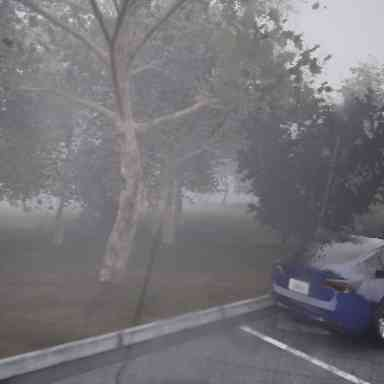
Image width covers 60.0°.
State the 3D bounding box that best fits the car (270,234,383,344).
[{"bbox_3d":[3.678,1.607,6.662,4.792,1.488,2.163,1,0,-33],"label":"car"}]
